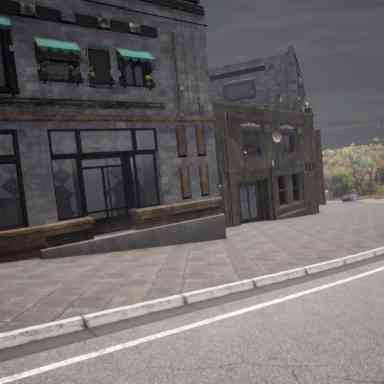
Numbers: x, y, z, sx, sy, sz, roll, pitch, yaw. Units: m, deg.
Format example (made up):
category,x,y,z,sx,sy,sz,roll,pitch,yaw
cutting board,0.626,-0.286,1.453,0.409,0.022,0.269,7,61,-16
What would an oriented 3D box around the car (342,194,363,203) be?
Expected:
category,x,y,z,sx,sy,sz,roll,pitch,yaw
car,31.809,1.174,66.164,2.097,1.767,4.553,-6,-2,-6
